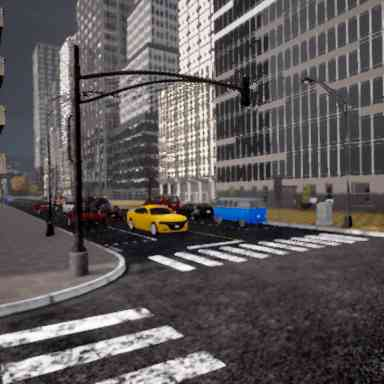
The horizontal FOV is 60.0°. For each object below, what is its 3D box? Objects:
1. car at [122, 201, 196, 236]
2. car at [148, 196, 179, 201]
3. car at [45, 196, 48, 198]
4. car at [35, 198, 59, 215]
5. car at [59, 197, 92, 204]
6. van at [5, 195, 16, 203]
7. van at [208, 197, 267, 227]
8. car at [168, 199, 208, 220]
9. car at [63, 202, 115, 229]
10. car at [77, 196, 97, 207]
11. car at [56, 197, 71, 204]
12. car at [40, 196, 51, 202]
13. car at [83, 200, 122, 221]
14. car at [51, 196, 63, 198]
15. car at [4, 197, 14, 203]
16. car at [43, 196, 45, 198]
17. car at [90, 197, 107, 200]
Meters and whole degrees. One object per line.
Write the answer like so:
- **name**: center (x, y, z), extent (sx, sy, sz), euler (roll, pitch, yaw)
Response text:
- **car**: center (-2.087, 1.505, 19.162), extent (1.882, 1.535, 5.008), euler (-1, 1, -32)
- **car**: center (-2.845, 1.268, 31.175), extent (2.192, 1.841, 5.009), euler (-1, 0, -32)
- **car**: center (-32.417, 1.606, 77.819), extent (1.967, 1.590, 4.097), euler (-1, 0, -32)
- **car**: center (-15.833, 1.692, 36.018), extent (1.887, 1.381, 4.507), euler (-1, 0, -32)
- **car**: center (-12.668, 1.618, 35.873), extent (1.812, 1.442, 4.674), euler (-1, 0, -32)
- **van**: center (-42.453, 1.689, 77.996), extent (1.690, 1.788, 3.998), euler (-1, 0, -32)
- **van**: center (3.070, 1.259, 21.847), extent (1.690, 1.788, 3.998), euler (-1, 0, -32)
- **car**: center (0.116, 1.501, 26.512), extent (1.947, 1.339, 4.313), euler (-1, 0, -32)
- **car**: center (-6.961, 1.636, 22.026), extent (1.887, 1.381, 4.507), euler (-1, 0, -32)
- **car**: center (-17.436, 1.521, 55.023), extent (1.882, 1.535, 5.008), euler (-1, 0, -32)
- **car**: center (-26.501, 1.683, 68.491), extent (1.947, 1.339, 4.313), euler (-1, 0, -32)
- **car**: center (-38.330, 1.767, 87.149), extent (2.008, 1.369, 4.403), euler (-1, 0, -32)
- **car**: center (-7.073, 1.621, 27.031), extent (1.994, 1.385, 4.181), euler (-1, 0, -32)
- **car**: center (-22.967, 1.474, 58.058), extent (2.097, 1.767, 4.553), euler (-1, 0, -32)
- **car**: center (-45.407, 1.918, 82.662), extent (1.887, 1.381, 4.507), euler (-1, 0, -32)
- **car**: center (-35.373, 1.742, 82.484), extent (2.008, 1.369, 4.403), euler (-1, 0, -32)
- **car**: center (-13.682, 1.521, 49.114), extent (1.837, 1.490, 4.892), euler (-1, 0, -32)
